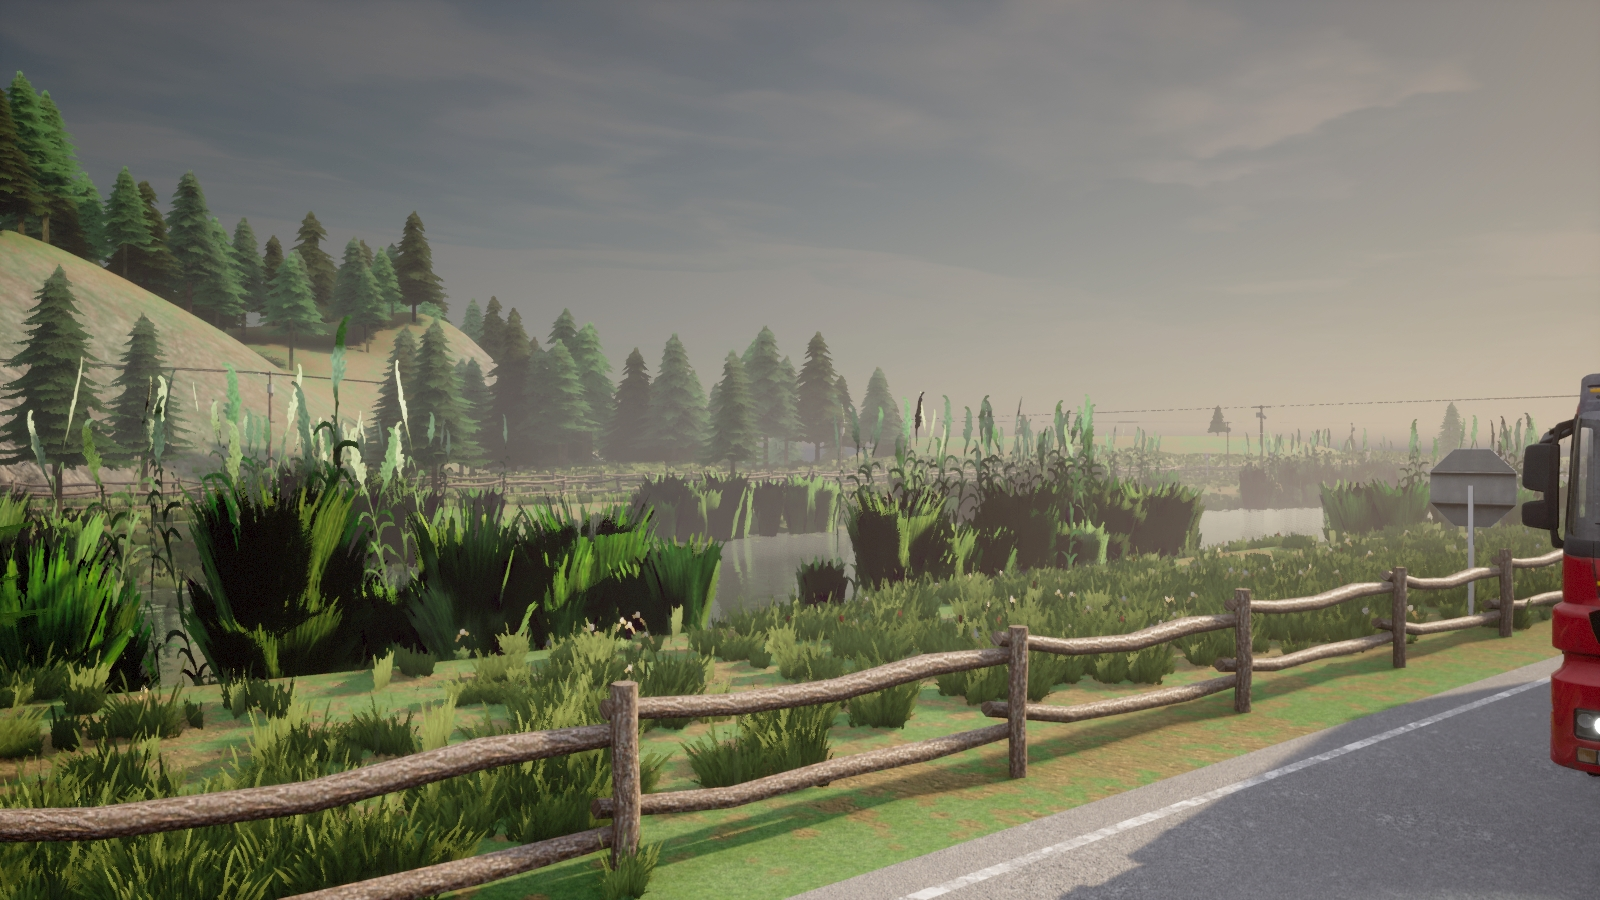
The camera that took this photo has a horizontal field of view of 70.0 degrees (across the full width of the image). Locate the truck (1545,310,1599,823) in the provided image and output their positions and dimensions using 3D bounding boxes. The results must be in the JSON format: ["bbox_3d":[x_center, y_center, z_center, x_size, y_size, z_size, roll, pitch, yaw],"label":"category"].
[{"bbox_3d":[9.575,0.862,10.971,2.891,3.827,8.468,0,0,41],"label":"truck"}]
